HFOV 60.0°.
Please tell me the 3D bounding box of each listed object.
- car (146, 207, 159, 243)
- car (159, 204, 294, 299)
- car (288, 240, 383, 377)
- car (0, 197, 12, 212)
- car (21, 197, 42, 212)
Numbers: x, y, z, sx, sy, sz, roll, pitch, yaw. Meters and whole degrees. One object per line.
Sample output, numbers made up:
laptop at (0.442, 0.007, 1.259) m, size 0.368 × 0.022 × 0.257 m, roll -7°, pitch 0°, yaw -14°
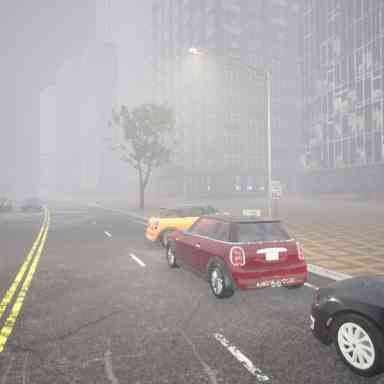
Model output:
car at (0.337, 1.276, 14.484) m, size 4.553 × 1.767 × 2.097 m, roll -3°, pitch 1°, yaw -18°
car at (0.860, 1.355, 8.871) m, size 2.097 × 1.767 × 4.553 m, roll 0°, pitch 0°, yaw -22°
car at (3.607, 1.505, 3.406) m, size 1.837 × 1.490 × 4.892 m, roll 0°, pitch 0°, yaw -36°
car at (-21.884, 1.391, 38.042) m, size 2.097 × 1.767 × 4.553 m, roll 0°, pitch 0°, yaw -24°
car at (-18.918, 1.393, 39.370) m, size 2.097 × 1.767 × 4.553 m, roll 0°, pitch 0°, yaw -24°
